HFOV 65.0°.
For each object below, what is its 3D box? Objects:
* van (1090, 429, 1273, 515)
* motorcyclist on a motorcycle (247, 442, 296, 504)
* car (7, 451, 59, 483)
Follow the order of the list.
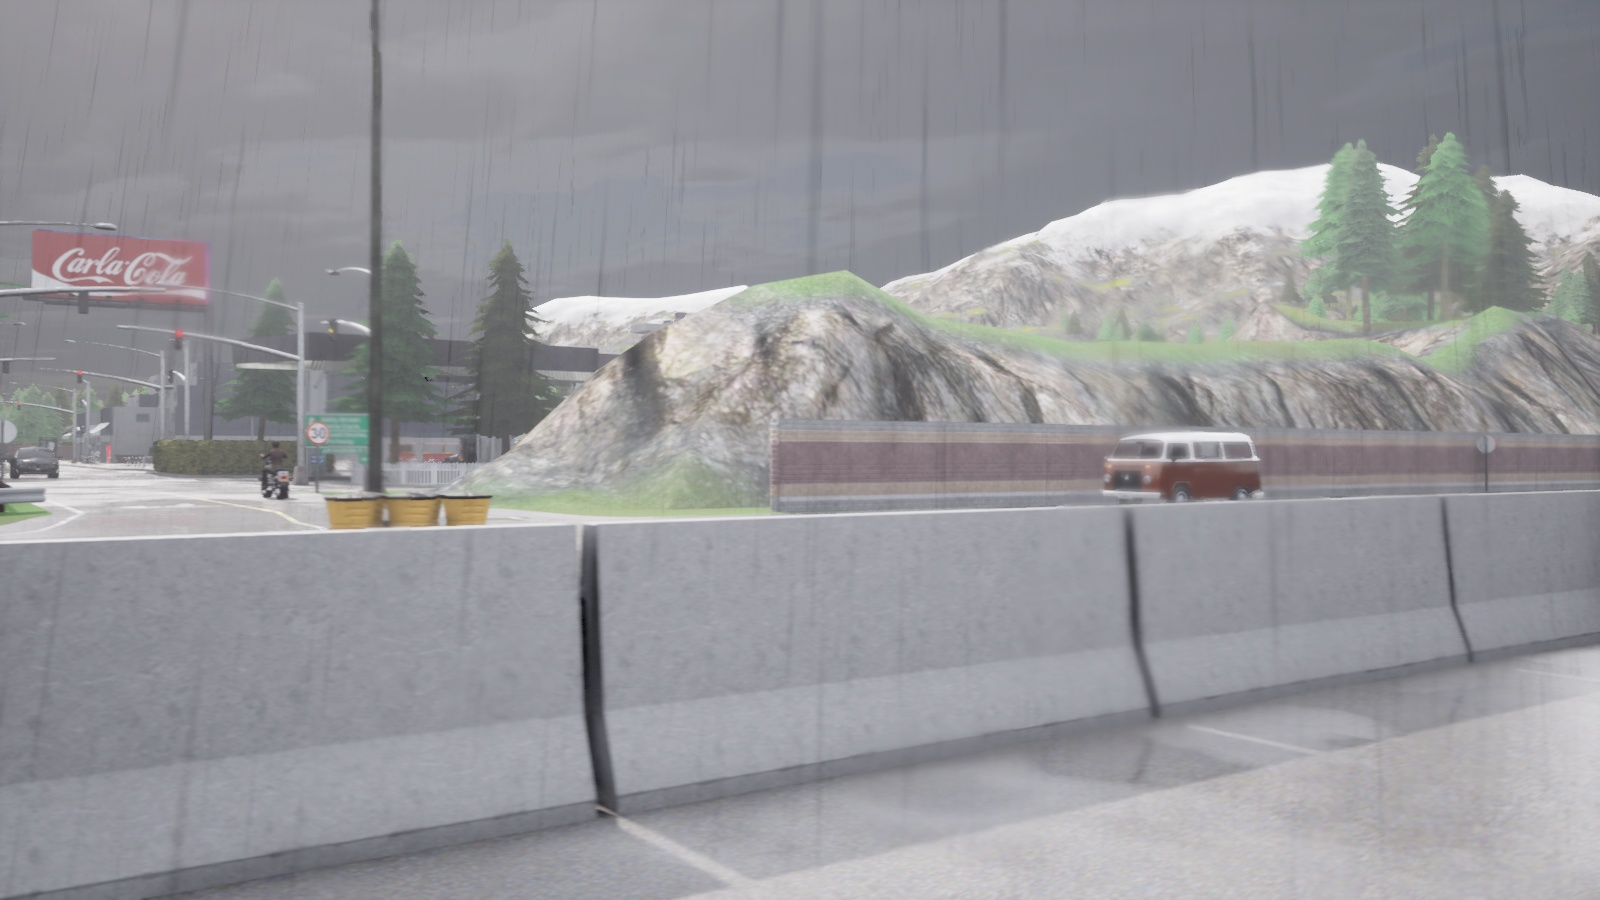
[{"bbox_3d":[9.664,0.525,31.706,4.480,2.038,2.069,0,0,-35],"label":"van"},{"bbox_3d":[-14.644,0.615,34.772,0.766,1.649,2.350,0,0,-35],"label":"motorcyclist on a motorcycle"},{"bbox_3d":[-36.933,0.791,60.410,1.837,1.490,4.892,1,0,-35],"label":"car"}]
